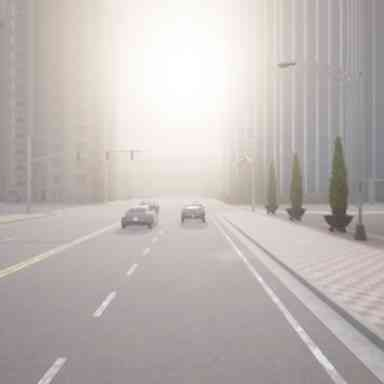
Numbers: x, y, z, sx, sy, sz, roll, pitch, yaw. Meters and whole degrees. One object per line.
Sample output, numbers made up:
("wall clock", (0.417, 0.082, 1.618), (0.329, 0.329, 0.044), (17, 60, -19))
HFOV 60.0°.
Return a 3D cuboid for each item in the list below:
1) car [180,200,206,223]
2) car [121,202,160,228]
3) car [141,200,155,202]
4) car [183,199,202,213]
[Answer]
("car", (0.107, 1.513, 25.989), (2.128, 1.511, 4.902), (0, 0, 1))
("car", (-3.385, 1.582, 22.075), (1.994, 1.385, 4.181), (0, 0, 0))
("car", (-5.258, 1.632, 39.177), (1.895, 1.301, 4.718), (0, 0, -20))
("car", (0.095, 1.578, 38.261), (2.033, 1.411, 5.357), (0, 0, 1))
